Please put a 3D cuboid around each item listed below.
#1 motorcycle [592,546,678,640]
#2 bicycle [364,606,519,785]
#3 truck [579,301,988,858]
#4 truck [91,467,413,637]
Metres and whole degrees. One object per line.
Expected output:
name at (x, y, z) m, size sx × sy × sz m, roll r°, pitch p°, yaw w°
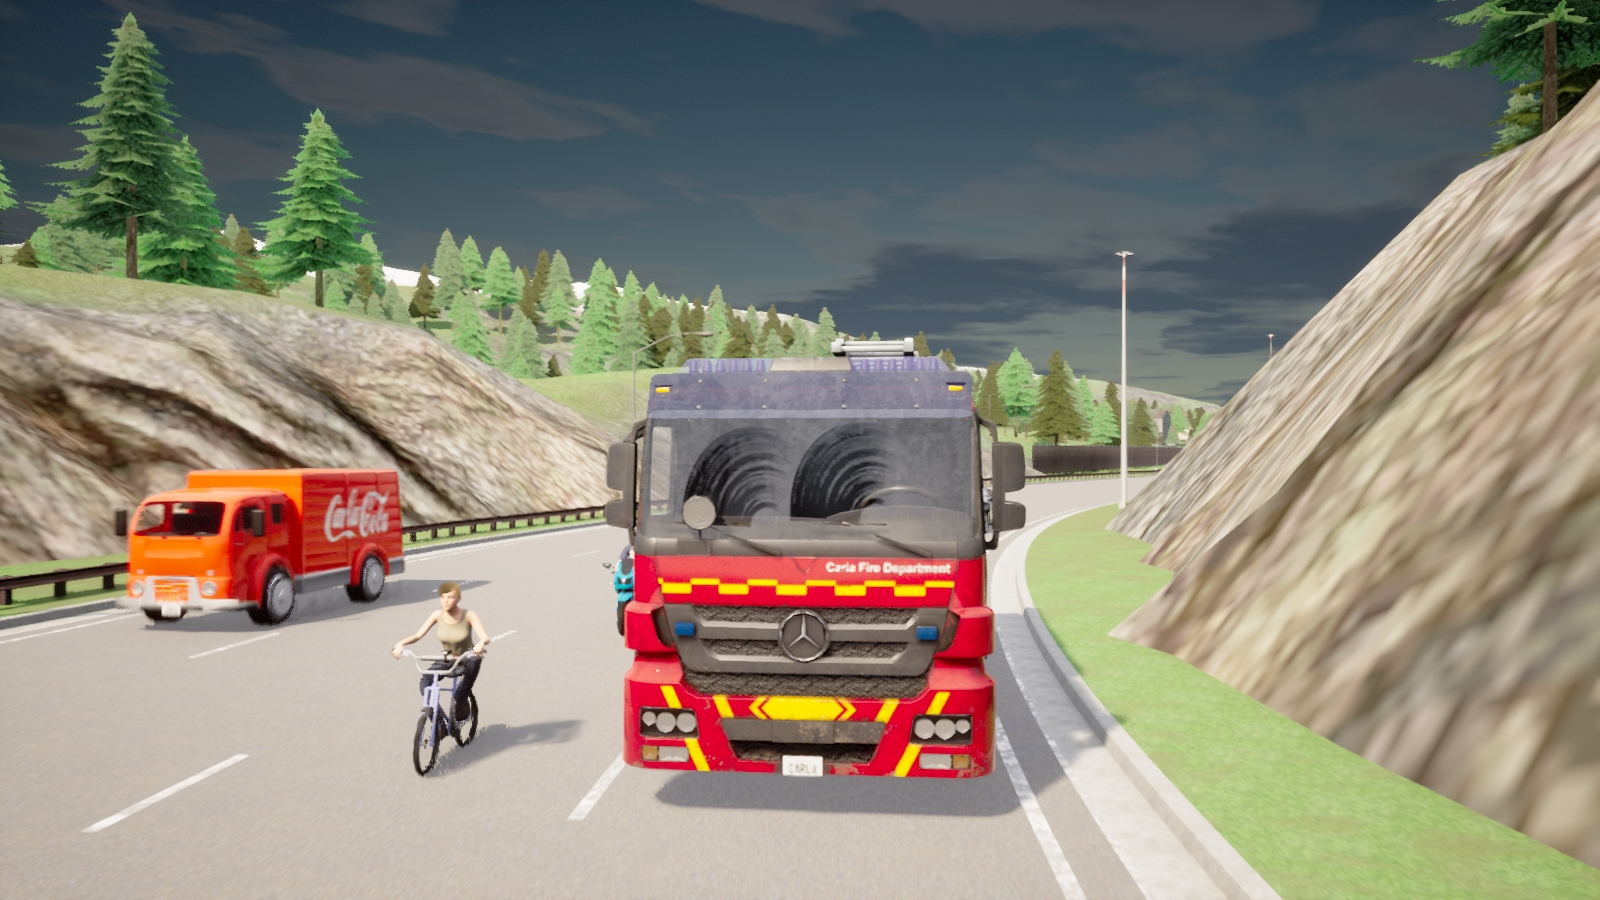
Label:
motorcycle at (-2.536, 2.186, 17.801) m, size 0.803 × 1.199 × 2.033 m, roll 0°, pitch 0°, yaw 8°
bicycle at (-3.188, 2.158, 10.317) m, size 0.859 × 1.277 × 1.487 m, roll 0°, pitch 0°, yaw 4°
truck at (0.302, 0.890, 12.219) m, size 2.891 × 3.827 × 8.468 m, roll 0°, pitch 0°, yaw 6°
truck at (-9.152, 1.569, 19.790) m, size 2.627 × 2.467 × 5.204 m, roll 0°, pitch 0°, yaw 7°
